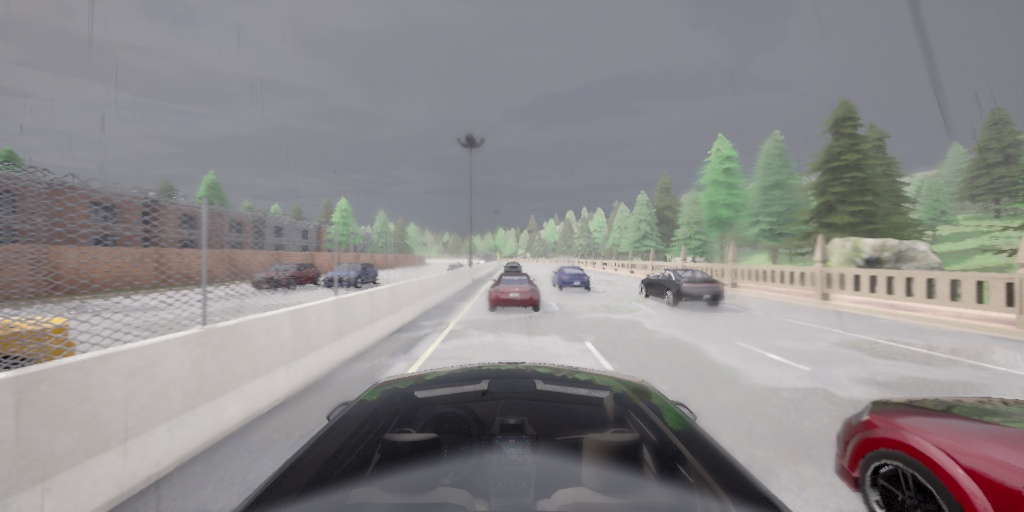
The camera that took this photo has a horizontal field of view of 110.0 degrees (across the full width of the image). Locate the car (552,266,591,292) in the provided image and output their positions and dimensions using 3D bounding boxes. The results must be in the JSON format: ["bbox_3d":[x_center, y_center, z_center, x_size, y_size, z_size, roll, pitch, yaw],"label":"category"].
[{"bbox_3d":[3.601,1.343,22.123,1.812,1.442,4.674,0,0,0],"label":"car"}]

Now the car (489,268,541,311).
[{"bbox_3d":[0.098,1.358,14.784,1.994,1.385,4.181,0,0,0],"label":"car"}]

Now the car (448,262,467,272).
[{"bbox_3d":[-7.004,1.508,46.115,1.994,1.385,4.181,0,0,0],"label":"car"}]

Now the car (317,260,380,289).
[{"bbox_3d":[-10.595,1.175,23.958,2.097,1.767,4.553,0,0,0],"label":"car"}]

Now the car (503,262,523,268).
[{"bbox_3d":[0.098,1.374,37.407,1.837,1.490,4.892,0,0,0],"label":"car"}]

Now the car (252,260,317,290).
[{"bbox_3d":[-14.095,1.171,22.809,2.097,1.767,4.553,0,0,0],"label":"car"}]

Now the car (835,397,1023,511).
[{"bbox_3d":[3.598,1.313,1.131,1.994,1.385,4.181,0,0,0],"label":"car"}]

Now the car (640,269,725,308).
[{"bbox_3d":[7.099,1.289,15.499,2.128,1.511,4.902,0,0,0],"label":"car"}]

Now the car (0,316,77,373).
[{"bbox_3d":[-7.101,1.231,2.895,1.882,1.535,5.008,0,0,0],"label":"car"}]
